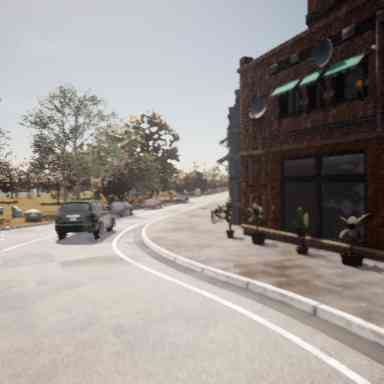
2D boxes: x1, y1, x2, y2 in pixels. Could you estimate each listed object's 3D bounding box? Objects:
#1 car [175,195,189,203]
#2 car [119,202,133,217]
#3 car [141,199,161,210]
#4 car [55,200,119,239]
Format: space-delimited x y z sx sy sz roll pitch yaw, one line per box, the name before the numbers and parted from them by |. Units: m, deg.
car | -1.862 1.378 64.146 2.033 1.411 5.357 -1 1 11
car | -7.561 1.748 34.694 1.812 1.442 4.674 -3 1 9
car | -5.508 1.659 45.608 1.812 1.442 4.674 -1 1 11
car | -5.976 1.470 19.120 2.150 2.045 5.566 -1 -1 -2
